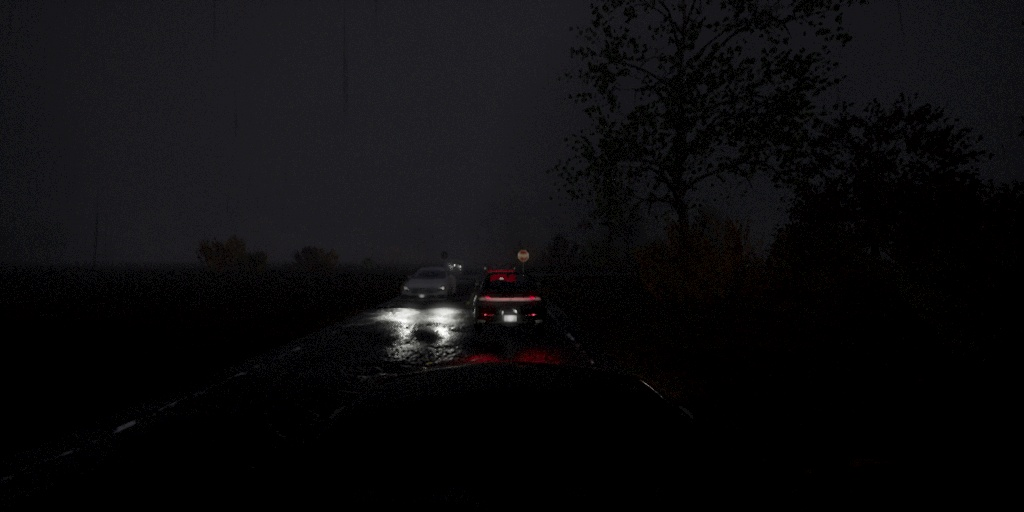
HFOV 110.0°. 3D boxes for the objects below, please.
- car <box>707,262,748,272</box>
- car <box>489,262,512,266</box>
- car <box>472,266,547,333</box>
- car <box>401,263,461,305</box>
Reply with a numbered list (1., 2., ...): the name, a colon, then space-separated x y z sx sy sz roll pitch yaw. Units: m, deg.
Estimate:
1. car: 26.023 1.146 43.459 4.892 1.490 1.837 0 0 -11
2. car: -0.760 1.142 22.927 1.882 1.535 5.008 0 0 -4
3. car: -0.108 1.206 10.639 2.128 1.511 4.902 0 0 -2
4. car: -3.498 1.219 15.844 1.812 1.442 4.674 0 0 -3
